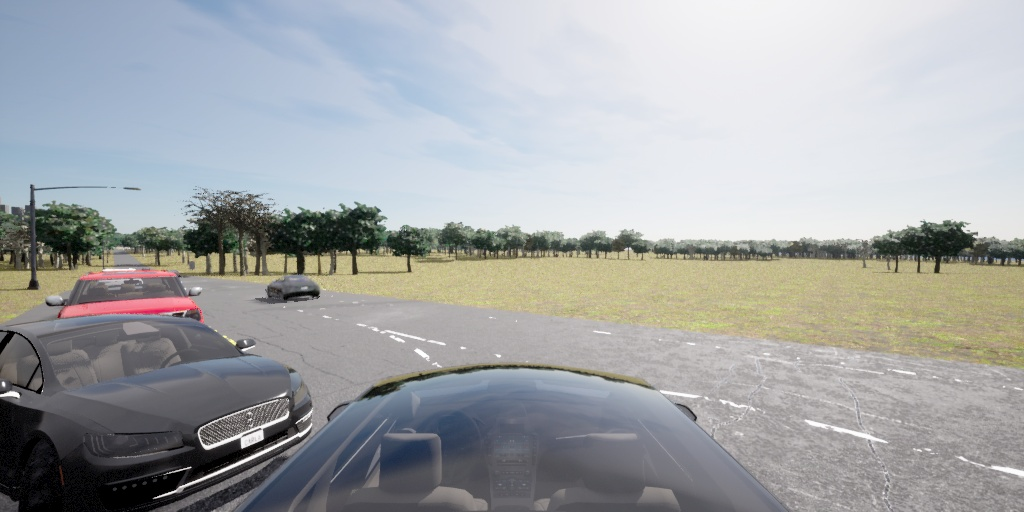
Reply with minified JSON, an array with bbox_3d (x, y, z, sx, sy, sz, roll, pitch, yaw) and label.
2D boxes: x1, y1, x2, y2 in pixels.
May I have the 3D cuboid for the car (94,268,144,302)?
[{"bbox_3d":[-27.584,1.891,25.203,5.566,2.045,2.150,-2,0,42],"label":"car"}]

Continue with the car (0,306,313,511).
[{"bbox_3d":[-4.488,1.445,4.028,4.892,1.490,1.837,-3,-3,22],"label":"car"}]

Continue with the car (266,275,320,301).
[{"bbox_3d":[-13.371,1.870,21.834,4.181,1.385,1.994,-2,0,42],"label":"car"}]

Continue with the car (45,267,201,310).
[{"bbox_3d":[-9.310,1.386,8.766,5.566,2.045,2.150,-2,0,42],"label":"car"}]
